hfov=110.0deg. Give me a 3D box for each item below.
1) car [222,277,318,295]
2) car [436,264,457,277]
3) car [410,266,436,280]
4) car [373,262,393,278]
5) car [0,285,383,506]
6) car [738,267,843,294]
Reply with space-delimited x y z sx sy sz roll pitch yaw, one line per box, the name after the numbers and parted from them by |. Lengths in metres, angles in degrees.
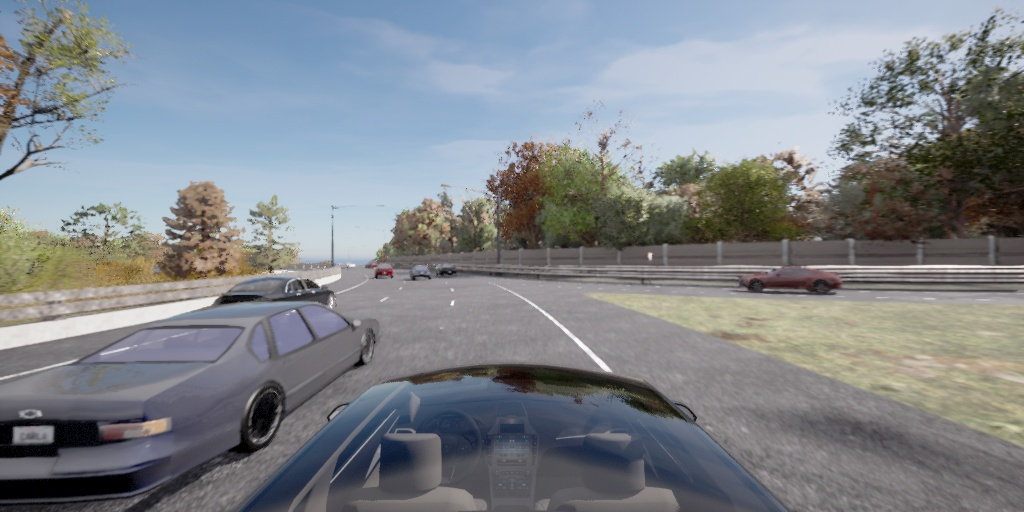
-7.558 1.421 11.956 1.837 1.490 4.892 0 -1 -5 | car
-8.062 1.704 43.474 1.882 1.535 5.008 0 -1 -21 | car
-9.686 1.734 37.849 2.033 1.411 5.357 0 -1 -19 | car
-15.049 1.752 42.129 1.882 1.535 5.008 0 -1 -22 | car
-3.548 1.361 5.098 2.033 1.411 5.357 0 -1 -2 | car
15.434 1.319 20.145 4.674 1.442 1.812 -1 -1 25 | car
